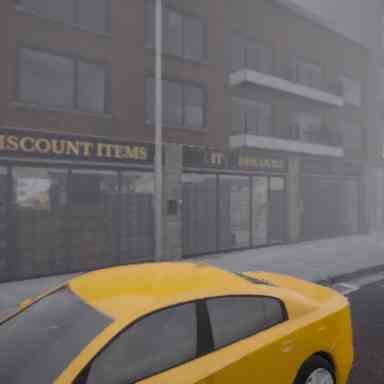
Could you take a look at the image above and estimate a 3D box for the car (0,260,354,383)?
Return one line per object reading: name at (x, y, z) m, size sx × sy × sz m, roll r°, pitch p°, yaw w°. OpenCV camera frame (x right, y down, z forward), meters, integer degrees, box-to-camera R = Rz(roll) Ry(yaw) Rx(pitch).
car at (-0.565, 1.480, 2.975) m, size 5.008 × 1.535 × 1.882 m, roll 0°, pitch 0°, yaw -35°
